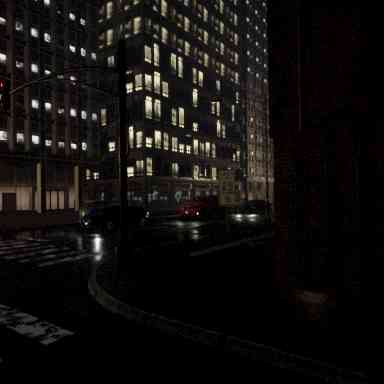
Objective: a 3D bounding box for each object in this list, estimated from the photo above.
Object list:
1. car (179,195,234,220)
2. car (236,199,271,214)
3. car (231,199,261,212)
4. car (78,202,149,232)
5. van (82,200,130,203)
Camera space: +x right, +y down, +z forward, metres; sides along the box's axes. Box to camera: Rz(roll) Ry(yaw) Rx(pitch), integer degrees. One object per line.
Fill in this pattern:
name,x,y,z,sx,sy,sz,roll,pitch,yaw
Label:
car,1.176,1.307,29.171,2.150,2.045,5.566,-1,-1,36
car,7.180,1.584,37.534,1.882,1.535,5.008,-1,-1,36
car,6.770,1.689,41.427,1.752,1.417,4.829,-2,-1,36
car,-4.712,1.571,20.981,1.837,1.490,4.892,-1,-1,33
van,-6.059,1.460,23.514,1.690,1.788,3.998,-2,-1,36
